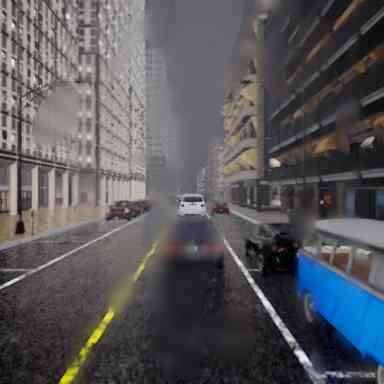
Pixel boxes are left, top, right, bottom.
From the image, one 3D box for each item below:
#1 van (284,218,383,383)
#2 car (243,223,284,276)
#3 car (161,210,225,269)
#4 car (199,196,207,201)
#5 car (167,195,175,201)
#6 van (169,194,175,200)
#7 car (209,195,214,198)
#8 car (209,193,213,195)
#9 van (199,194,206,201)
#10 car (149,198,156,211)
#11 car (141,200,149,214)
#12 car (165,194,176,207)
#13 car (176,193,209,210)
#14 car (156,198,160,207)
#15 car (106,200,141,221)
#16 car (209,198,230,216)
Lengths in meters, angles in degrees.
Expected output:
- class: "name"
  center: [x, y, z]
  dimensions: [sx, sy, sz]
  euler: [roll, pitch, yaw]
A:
- class: "van"
  center: [2.690, 1.342, 4.479]
  dimensions: [1.690, 1.788, 3.998]
  euler: [0, 0, 0]
- class: "car"
  center: [2.692, 1.568, 10.128]
  dimensions: [1.947, 1.339, 4.313]
  euler: [0, 0, 0]
- class: "car"
  center: [0.045, 1.550, 11.153]
  dimensions: [2.033, 1.411, 5.357]
  euler: [0, 0, 0]
- class: "car"
  center: [2.701, 1.629, 83.559]
  dimensions: [1.802, 1.307, 4.206]
  euler: [0, 0, 0]
- class: "car"
  center: [-5.678, 1.619, 89.209]
  dimensions: [1.947, 1.339, 4.313]
  euler: [0, 0, 0]
- class: "van"
  center: [-5.678, 1.402, 94.858]
  dimensions: [1.690, 1.788, 3.998]
  euler: [0, 0, 0]
- class: "car"
  center: [2.696, 1.538, 44.189]
  dimensions: [1.752, 1.417, 4.829]
  euler: [0, 0, 0]
- class: "car"
  center: [3.008, 1.250, 62.560]
  dimensions: [2.150, 2.045, 5.566]
  euler: [0, 0, 0]
- class: "van"
  center: [2.702, 1.395, 89.208]
  dimensions: [1.690, 1.788, 3.998]
  euler: [0, 0, 0]
- class: "car"
  center: [-5.685, 1.576, 38.372]
  dimensions: [1.947, 1.339, 4.313]
  euler: [0, 0, 0]
- class: "car"
  center: [-5.686, 1.590, 32.723]
  dimensions: [1.802, 1.307, 4.206]
  euler: [0, 0, 0]
- class: "car"
  center: [-3.069, 1.370, 52.934]
  dimensions: [2.097, 1.767, 4.553]
  euler: [0, 0, 0]
- class: "car"
  center: [0.070, 1.231, 28.949]
  dimensions: [2.150, 2.045, 5.566]
  euler: [0, 0, 0]
- class: "car"
  center: [-5.683, 1.597, 49.669]
  dimensions: [1.802, 1.307, 4.206]
  euler: [0, 0, 0]
- class: "car"
  center: [-5.687, 1.447, 27.075]
  dimensions: [1.967, 1.590, 4.097]
  euler: [0, 0, 0]
- class: "car"
  center: [2.694, 1.553, 32.721]
  dimensions: [1.887, 1.381, 4.507]
  euler: [0, 0, 0]
